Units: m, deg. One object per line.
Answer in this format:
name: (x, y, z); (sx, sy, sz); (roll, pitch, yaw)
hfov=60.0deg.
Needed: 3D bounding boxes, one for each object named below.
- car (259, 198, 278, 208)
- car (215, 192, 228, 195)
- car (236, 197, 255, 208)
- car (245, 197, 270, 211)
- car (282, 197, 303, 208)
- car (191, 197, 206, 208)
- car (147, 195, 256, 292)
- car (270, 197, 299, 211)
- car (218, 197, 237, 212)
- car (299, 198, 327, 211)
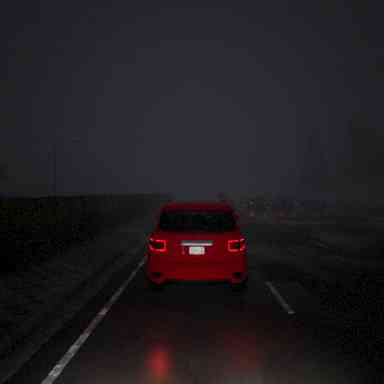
car: (11.444, 1.564, 49.886); (1.994, 1.385, 4.181); (0, 0, 1)
car: (4.446, 1.221, 50.052); (2.150, 2.045, 5.566); (0, 0, 1)
car: (7.944, 1.491, 49.954); (2.128, 1.511, 4.902); (0, 0, 1)
car: (7.765, 1.352, 40.755); (2.097, 1.767, 4.553); (0, 0, 1)
car: (14.943, 1.505, 49.817); (1.837, 1.490, 4.892); (0, 0, 1)
car: (0.946, 1.491, 50.090); (2.128, 1.511, 4.902); (0, 0, 1)
car: (0.147, 1.221, 9.095); (2.150, 2.045, 5.566); (0, 0, 1)
car: (11.280, 1.352, 41.487); (2.097, 1.767, 4.553); (0, 0, 1)
car: (4.258, 1.478, 40.437); (1.882, 1.535, 5.008); (0, 0, 1)
car: (14.764, 1.478, 40.649); (1.882, 1.535, 5.008); (0, 0, 1)
